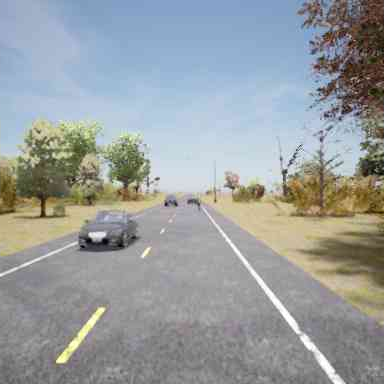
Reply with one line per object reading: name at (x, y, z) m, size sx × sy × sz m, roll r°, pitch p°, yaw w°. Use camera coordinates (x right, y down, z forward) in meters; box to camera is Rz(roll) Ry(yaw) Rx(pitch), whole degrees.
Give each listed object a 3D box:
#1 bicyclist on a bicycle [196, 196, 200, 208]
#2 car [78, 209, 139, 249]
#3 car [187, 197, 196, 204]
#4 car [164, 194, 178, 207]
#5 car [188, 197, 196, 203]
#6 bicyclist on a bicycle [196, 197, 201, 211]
bicyclist on a bicycle at (0.944, 1.590, 53.420) m, size 0.659 × 1.776 × 1.843 m, roll 0°, pitch 0°, yaw 0°
car at (-3.605, 1.556, 15.066) m, size 2.128 × 1.511 × 4.902 m, roll 0°, pitch 0°, yaw 0°
car at (-0.024, 1.784, 70.692) m, size 1.837 × 1.490 × 4.892 m, roll 0°, pitch 0°, yaw 0°
car at (-3.563, 1.453, 57.183) m, size 2.150 × 2.045 × 5.566 m, roll 0°, pitch 0°, yaw 1°
car at (-0.028, 1.859, 81.302) m, size 2.033 × 1.411 × 5.357 m, roll 0°, pitch 0°, yaw 0°
bicyclist on a bicycle at (0.948, 1.633, 43.177) m, size 0.582 × 1.620 × 1.656 m, roll 0°, pitch -1°, yaw 0°
